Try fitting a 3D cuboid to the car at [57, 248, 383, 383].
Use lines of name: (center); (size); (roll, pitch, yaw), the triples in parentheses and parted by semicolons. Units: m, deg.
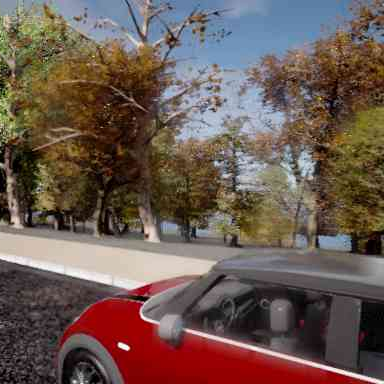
car: (0.752, 1.356, 3.149); (4.553, 1.767, 2.097); (-1, 0, 36)
